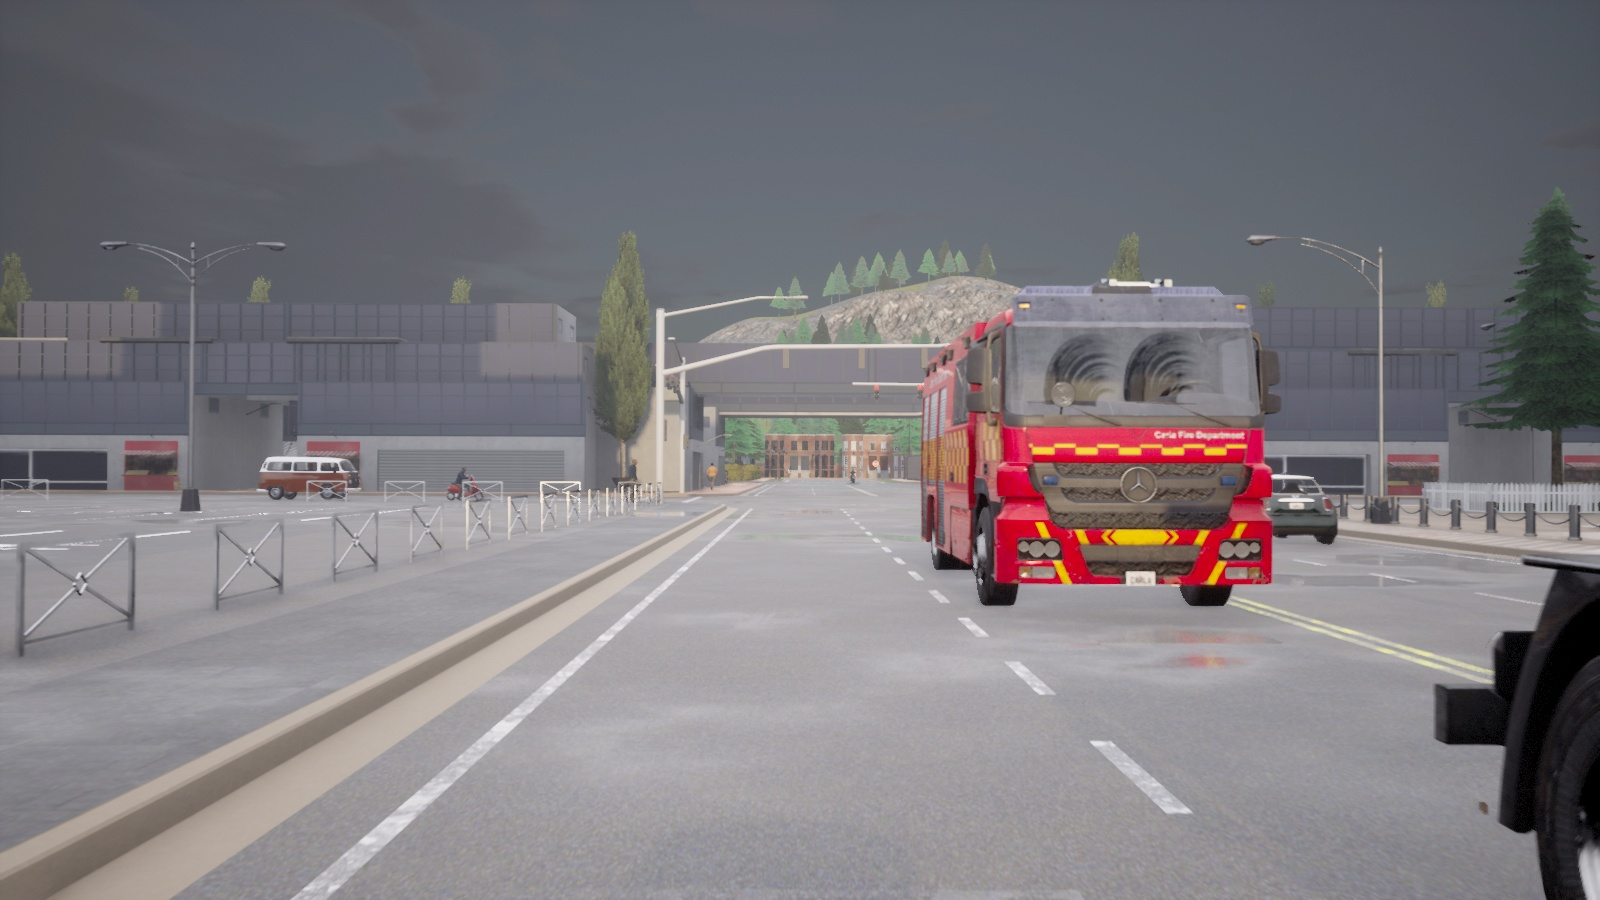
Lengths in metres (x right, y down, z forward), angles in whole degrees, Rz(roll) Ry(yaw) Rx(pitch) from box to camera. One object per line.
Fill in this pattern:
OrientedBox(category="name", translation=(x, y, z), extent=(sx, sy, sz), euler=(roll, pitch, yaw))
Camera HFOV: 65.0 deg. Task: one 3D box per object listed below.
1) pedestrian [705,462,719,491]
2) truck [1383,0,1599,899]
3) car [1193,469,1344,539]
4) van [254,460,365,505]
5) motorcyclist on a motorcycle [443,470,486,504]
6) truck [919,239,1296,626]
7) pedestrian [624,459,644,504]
OrientedBox(category="pedestrian", translation=(-5.696, 1.726, 81.374), extent=(0.874, 1.855, 0.900), euler=(0, -1, 0))
OrientedBox(category="truck", translation=(3.496, -0.177, 0.411), extent=(2.891, 3.462, 7.936), euler=(0, -1, 0))
OrientedBox(category="car", translation=(10.436, 1.164, 28.297), extent=(1.970, 1.475, 3.806), euler=(0, -1, 0))
OrientedBox(category="van", translation=(-23.208, 1.530, 59.542), extent=(4.480, 2.038, 2.069), euler=(0, -1, 1))
OrientedBox(category="motorcyclist on a motorcycle", translation=(-15.846, 1.728, 59.366), extent=(1.817, 1.590, 0.866), euler=(0, -1, 1))
OrientedBox(category="truck", translation=(3.458, -0.113, 16.710), extent=(2.891, 3.827, 8.468), euler=(0, -1, 0))
OrientedBox(category="pedestrian", translation=(-6.811, 1.276, 51.418), extent=(0.726, 1.842, 0.402), euler=(0, -1, 13))
